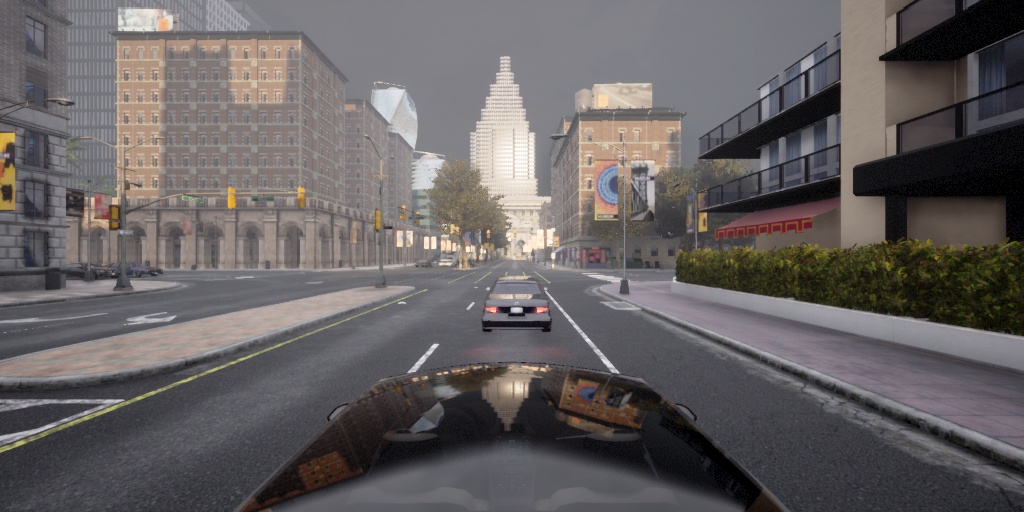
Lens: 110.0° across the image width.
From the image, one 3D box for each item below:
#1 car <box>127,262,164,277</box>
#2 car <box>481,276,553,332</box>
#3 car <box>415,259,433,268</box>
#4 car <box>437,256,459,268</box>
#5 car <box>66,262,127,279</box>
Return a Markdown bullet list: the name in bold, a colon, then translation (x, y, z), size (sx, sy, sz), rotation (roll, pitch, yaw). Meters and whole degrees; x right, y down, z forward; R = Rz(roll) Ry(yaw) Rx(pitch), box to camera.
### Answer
- **car**: translation (-37.008, 1.297, 34.629), size (5.357, 1.411, 2.033), rotation (0, 0, 0)
- **car**: translation (0.144, 1.297, 10.812), size (2.033, 1.411, 5.357), rotation (0, 0, 1)
- **car**: translation (-14.565, 1.297, 59.610), size (2.033, 1.411, 5.357), rotation (0, 0, 1)
- **car**: translation (-11.038, 0.972, 61.778), size (2.150, 2.045, 5.566), rotation (0, 0, 1)
- **car**: translation (-36.943, 1.276, 31.137), size (4.674, 1.442, 1.812), rotation (0, 0, 0)
